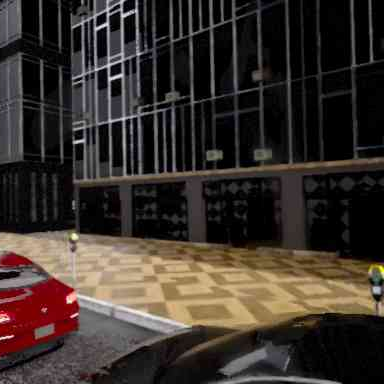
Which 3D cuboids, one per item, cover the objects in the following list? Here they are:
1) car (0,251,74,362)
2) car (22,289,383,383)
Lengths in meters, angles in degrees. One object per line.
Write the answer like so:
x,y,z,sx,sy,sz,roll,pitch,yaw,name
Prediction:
-3.555,1.628,5.425,4.206,1.307,1.802,-1,-1,36,car
0.986,1.569,2.187,4.313,1.339,1.947,-1,-1,36,car
